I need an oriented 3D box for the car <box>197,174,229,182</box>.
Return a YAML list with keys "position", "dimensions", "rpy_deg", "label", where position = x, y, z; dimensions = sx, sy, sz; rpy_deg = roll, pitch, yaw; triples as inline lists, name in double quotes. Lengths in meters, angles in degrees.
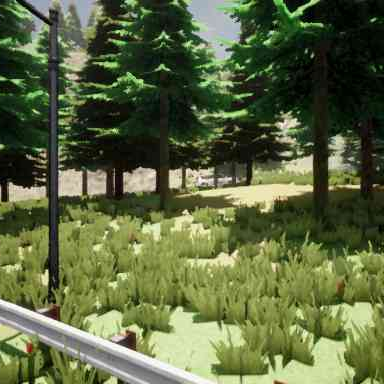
- position: [3.240, -1.267, 41.661]
  dimensions: [5.566, 2.045, 2.150]
  rpy_deg: [-5, -1, 12]
  label: "car"
